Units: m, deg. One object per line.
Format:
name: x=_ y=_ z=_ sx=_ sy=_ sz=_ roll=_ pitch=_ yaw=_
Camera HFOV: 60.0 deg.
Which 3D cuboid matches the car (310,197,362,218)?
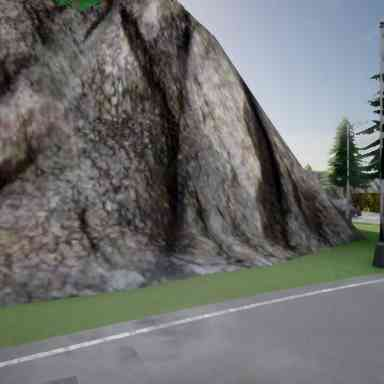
car: x=12.800 y=1.351 z=29.816 sx=2.097 sy=1.767 sz=4.553 roll=0 pitch=0 yaw=-24
